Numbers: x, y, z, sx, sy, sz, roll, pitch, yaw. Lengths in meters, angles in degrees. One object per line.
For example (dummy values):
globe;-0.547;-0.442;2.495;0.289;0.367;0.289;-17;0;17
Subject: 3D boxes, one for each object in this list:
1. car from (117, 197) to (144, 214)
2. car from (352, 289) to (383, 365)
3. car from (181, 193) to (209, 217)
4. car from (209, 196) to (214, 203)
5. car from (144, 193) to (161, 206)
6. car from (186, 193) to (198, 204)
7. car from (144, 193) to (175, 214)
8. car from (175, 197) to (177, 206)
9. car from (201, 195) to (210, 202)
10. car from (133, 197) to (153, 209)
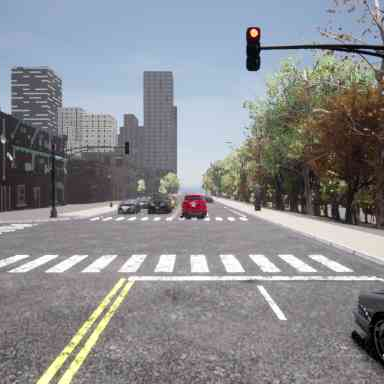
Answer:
car;-6.661;1.481;35.573;2.128;1.511;4.902;0;0;0
car;3.345;1.547;2.563;2.033;1.411;5.357;0;0;0
car;0.168;1.213;30.876;2.150;2.045;5.566;0;0;1
car;3.223;1.539;65.880;1.994;1.385;4.181;0;0;0
car;-6.694;1.201;56.663;2.150;2.045;5.566;0;0;1
car;-0.027;1.197;65.386;2.150;2.045;5.566;0;0;0
car;-3.421;1.210;35.900;2.150;2.045;5.566;0;0;1
car;-3.425;1.462;45.898;1.882;1.535;5.008;0;0;0
car;3.103;1.447;75.908;1.882;1.535;5.008;0;0;0
car;-6.675;1.476;45.974;2.128;1.511;4.902;0;0;0
